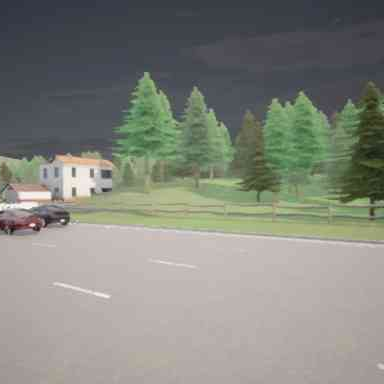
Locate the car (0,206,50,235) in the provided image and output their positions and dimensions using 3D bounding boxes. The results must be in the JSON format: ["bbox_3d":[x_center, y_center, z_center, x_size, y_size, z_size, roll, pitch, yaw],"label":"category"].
[{"bbox_3d":[-11.036,1.755,20.453,4.674,1.442,1.812,-1,0,36],"label":"car"}]

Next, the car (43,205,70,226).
[{"bbox_3d":[-11.063,1.765,24.783,4.892,1.490,1.837,0,0,36],"label":"car"}]
